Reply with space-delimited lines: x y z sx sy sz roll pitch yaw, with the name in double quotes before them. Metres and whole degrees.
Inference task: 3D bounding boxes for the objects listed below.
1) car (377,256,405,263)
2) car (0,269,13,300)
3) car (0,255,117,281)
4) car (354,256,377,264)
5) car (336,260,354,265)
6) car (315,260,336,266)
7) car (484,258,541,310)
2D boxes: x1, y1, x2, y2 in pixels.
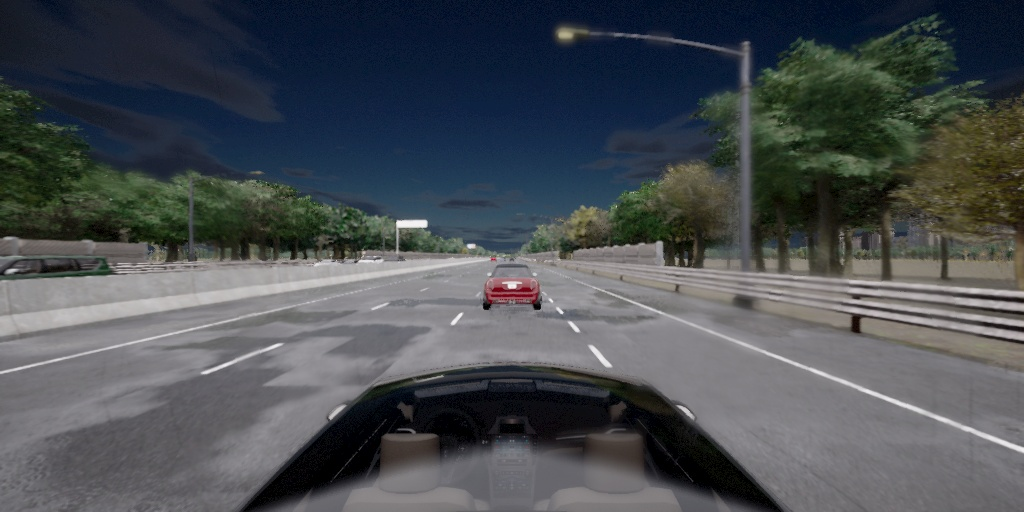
"car" -17.543 1.017 53.324 2.150 2.045 5.566 0 0 1
"car" -24.594 1.323 14.853 1.994 1.385 4.181 0 0 0
"car" -17.598 0.978 12.668 2.150 2.045 5.566 0 0 0
"car" -21.036 1.018 53.728 2.150 2.045 5.566 0 0 1
"car" -24.531 1.323 55.019 1.812 1.442 4.674 0 0 1
"car" -28.027 1.323 54.594 1.812 1.442 4.674 0 0 1
"car" 0.002 1.096 14.966 2.097 1.767 4.553 0 0 0
